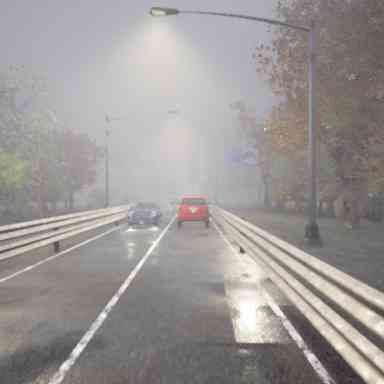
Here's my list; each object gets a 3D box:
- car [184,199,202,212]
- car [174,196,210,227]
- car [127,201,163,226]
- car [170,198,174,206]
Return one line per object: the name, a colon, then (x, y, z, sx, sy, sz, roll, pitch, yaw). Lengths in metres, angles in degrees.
car: (0.095, 1.712, 42.666, 2.128, 1.511, 4.902, 0, 0, 0)
car: (0.116, 1.330, 24.034, 2.150, 2.045, 5.566, 0, 0, 1)
car: (-3.345, 1.462, 24.319, 2.097, 1.767, 4.553, 0, 0, 0)
car: (-3.295, 1.854, 64.615, 1.837, 1.490, 4.892, 0, 0, 1)
